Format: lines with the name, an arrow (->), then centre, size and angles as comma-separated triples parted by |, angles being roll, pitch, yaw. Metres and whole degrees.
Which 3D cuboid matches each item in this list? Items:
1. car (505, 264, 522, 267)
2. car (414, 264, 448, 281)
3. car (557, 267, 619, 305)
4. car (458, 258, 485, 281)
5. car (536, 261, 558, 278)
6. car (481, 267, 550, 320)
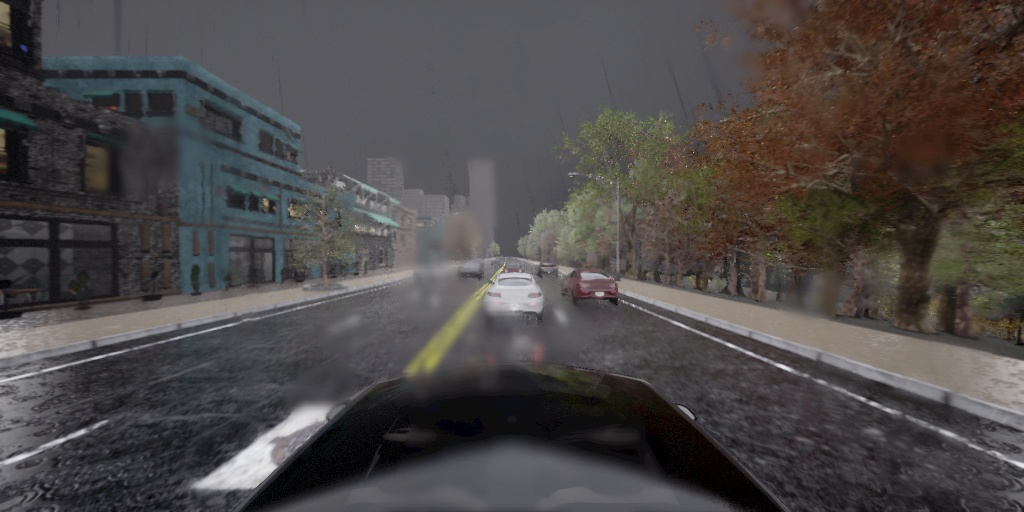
car -> 0.105, 1.345, 33.218 | 1.895, 1.301, 4.718 | 0, 0, 0
car -> -6.594, 1.346, 29.481 | 1.895, 1.301, 4.718 | 0, 0, 0
car -> 3.338, 1.274, 15.886 | 1.812, 1.442, 4.674 | 0, 0, 0
car -> -3.343, 1.222, 30.305 | 1.882, 1.535, 5.008 | 0, 0, 0
car -> 3.354, 1.236, 34.146 | 2.128, 1.511, 4.902 | 0, 0, 0
car -> 0.102, 1.274, 12.482 | 1.812, 1.442, 4.674 | 0, 0, 0
